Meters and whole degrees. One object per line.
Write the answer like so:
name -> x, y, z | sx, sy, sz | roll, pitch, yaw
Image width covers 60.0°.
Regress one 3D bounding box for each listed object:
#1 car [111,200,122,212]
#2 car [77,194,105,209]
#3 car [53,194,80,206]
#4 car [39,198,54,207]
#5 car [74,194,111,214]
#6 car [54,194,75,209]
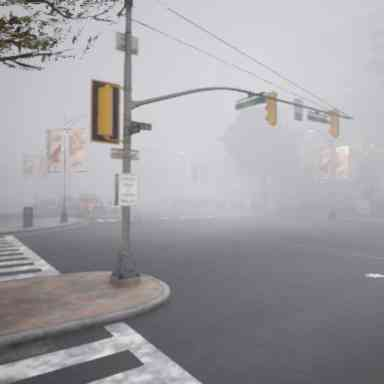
car -> -9.201, 1.652, 40.550 | 1.812, 1.442, 4.674 | 1, 0, -36
car -> -14.765, 1.332, 48.252 | 2.150, 2.045, 5.566 | 1, 0, -37
car -> -21.320, 1.308, 56.358 | 5.566, 2.045, 2.150 | 0, 0, 44
car -> -22.305, 1.616, 52.050 | 1.994, 1.385, 4.181 | 1, 0, -43
car -> -11.252, 1.439, 37.400 | 2.097, 1.767, 4.553 | 1, 0, -36
car -> -16.371, 1.424, 44.463 | 2.097, 1.767, 4.553 | 1, 0, -36
